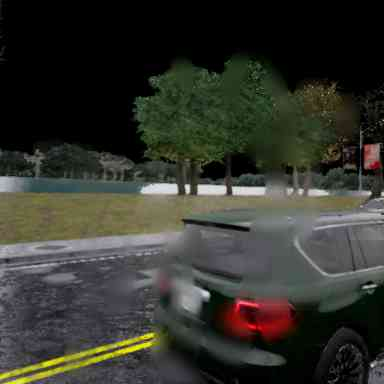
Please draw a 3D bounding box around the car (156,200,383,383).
[{"bbox_3d":[2.155,1.259,4.997,5.566,2.045,2.150,0,0,-35],"label":"car"}]

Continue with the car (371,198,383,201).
[{"bbox_3d":[11.758,1.381,20.055,5.566,2.045,2.150,0,0,-35],"label":"car"}]
